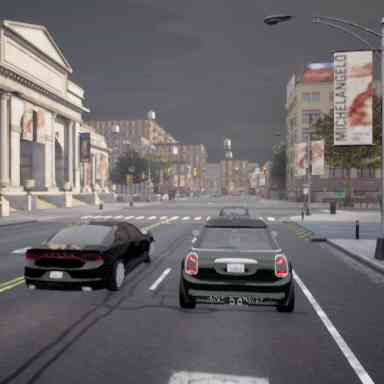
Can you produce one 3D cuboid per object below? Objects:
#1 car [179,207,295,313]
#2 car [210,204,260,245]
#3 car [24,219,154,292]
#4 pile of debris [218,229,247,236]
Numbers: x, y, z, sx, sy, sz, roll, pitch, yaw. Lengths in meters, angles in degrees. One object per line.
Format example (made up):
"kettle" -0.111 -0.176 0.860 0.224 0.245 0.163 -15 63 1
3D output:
"car" 1.015 1.350 7.930 2.097 1.767 4.553 0 0 7
"car" 2.149 1.485 16.779 2.128 1.511 4.902 0 0 7
"car" -2.382 1.475 9.014 1.882 1.535 5.008 0 0 7
"pile of debris" 2.206 2.170 18.016 1.500 0.140 1.860 0 0 8
